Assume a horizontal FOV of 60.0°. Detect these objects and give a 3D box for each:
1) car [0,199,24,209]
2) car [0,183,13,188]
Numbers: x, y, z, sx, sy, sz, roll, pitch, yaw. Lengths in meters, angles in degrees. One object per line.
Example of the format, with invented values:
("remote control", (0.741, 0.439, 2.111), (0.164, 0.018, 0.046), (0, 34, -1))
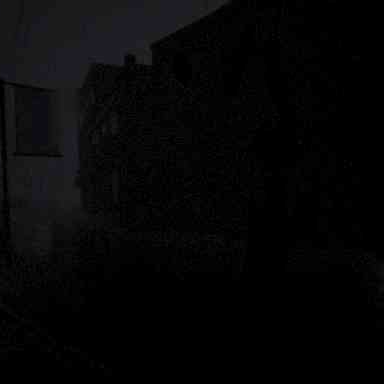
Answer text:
("car", (-27.092, 1.721, 49.920), (1.812, 1.442, 4.674), (-4, -1, 4))
("car", (-46.737, -1.397, 80.751), (2.231, 1.521, 4.892), (-4, -2, 6))
